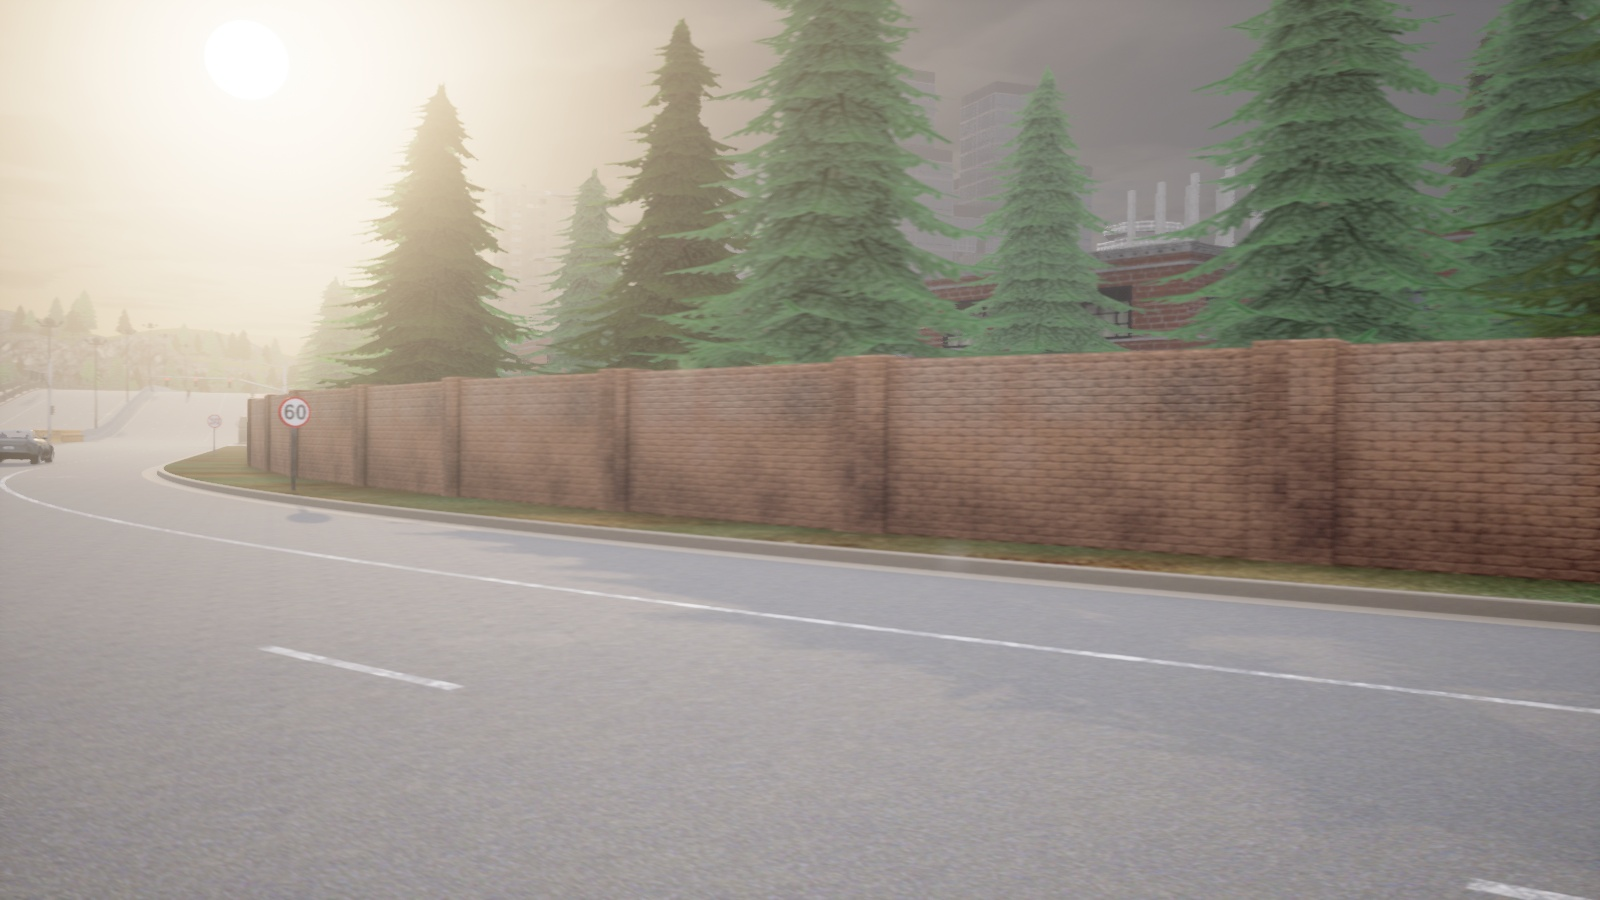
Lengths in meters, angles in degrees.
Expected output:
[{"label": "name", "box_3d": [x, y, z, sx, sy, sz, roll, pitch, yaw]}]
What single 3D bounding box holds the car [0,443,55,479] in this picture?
[{"label": "car", "box_3d": [-31.547, 0.431, 50.684, 1.994, 1.385, 4.181, -1, 1, -23]}]
